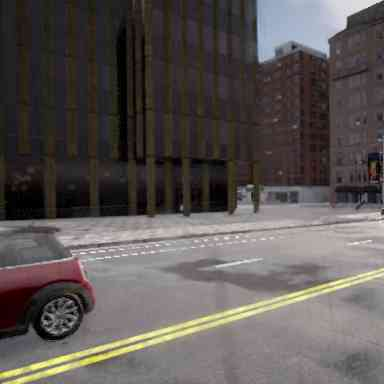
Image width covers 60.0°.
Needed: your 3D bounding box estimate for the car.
[{"bbox_3d":[-3.889,1.351,4.905,4.553,1.767,2.097,0,0,-35],"label":"car"}]
